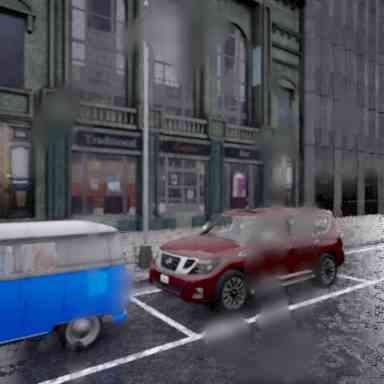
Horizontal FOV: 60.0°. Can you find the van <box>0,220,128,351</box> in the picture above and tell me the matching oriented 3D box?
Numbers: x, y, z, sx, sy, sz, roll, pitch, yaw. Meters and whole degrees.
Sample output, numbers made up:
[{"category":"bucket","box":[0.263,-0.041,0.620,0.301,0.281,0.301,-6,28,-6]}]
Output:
[{"category":"van","box":[-2.895,1.341,4.582,3.998,1.788,1.690,0,0,-35]}]

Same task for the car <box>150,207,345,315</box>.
[{"category":"car","box":[1.535,1.322,7.742,5.009,1.841,2.192,0,0,-35]}]
